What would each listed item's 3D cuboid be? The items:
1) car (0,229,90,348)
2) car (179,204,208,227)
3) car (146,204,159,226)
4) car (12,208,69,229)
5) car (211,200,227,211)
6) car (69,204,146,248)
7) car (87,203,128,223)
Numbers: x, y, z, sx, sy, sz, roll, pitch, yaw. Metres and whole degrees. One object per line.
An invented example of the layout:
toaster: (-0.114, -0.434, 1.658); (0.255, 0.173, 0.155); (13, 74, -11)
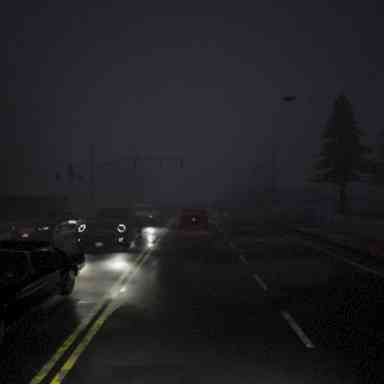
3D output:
car: (-3.590, 1.640, 6.046); (1.895, 1.301, 4.718); (0, 0, 0)
car: (0.107, 1.625, 23.815); (1.882, 1.535, 5.008); (0, 0, 0)
car: (-3.562, 1.682, 25.090); (1.812, 1.442, 4.674); (0, 0, 0)
car: (-7.082, 1.596, 16.621); (2.128, 1.511, 4.902); (0, 0, 0)
car: (3.596, 1.769, 45.081); (2.128, 1.511, 4.902); (0, 0, 0)
car: (-3.584, 1.447, 15.094); (2.097, 1.767, 4.553); (0, 0, 0)
car: (-7.042, 1.724, 28.434); (2.033, 1.411, 5.357); (0, 0, 1)
